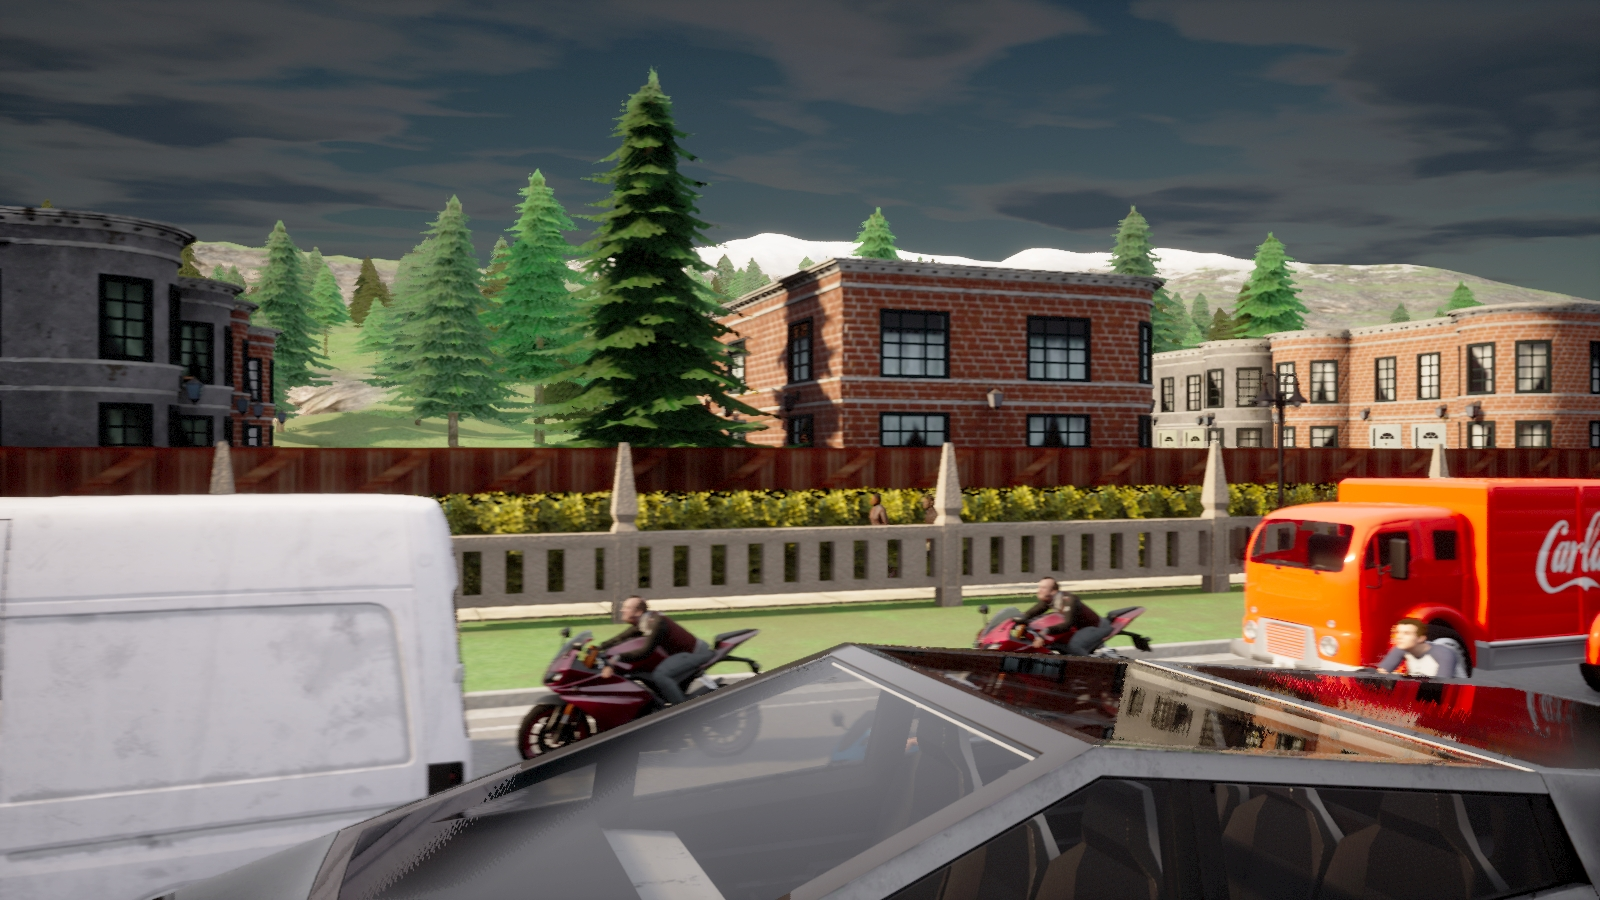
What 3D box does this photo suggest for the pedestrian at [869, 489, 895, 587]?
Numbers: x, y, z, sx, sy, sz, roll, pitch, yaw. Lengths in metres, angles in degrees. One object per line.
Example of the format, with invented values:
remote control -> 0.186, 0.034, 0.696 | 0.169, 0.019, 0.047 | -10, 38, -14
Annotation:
pedestrian -> 1.592, 1.699, 22.216 | 0.375, 1.860, 0.375 | 0, 0, -20

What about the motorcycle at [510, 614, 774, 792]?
motorcycle -> -1.417, 2.205, 10.233 | 2.209, 1.251, 0.867 | 0, 0, -20

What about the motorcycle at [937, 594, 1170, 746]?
motorcycle -> 2.598, 2.205, 11.717 | 2.209, 1.251, 0.867 | 0, 0, -20

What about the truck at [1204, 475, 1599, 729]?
truck -> 7.824, 1.569, 13.598 | 5.204, 2.467, 2.627 | 0, 0, -20

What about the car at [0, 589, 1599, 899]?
car -> 0.863, 1.754, 3.612 | 6.274, 2.098, 2.390 | 0, 0, -20

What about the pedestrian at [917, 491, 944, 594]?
pedestrian -> 2.405, 1.697, 21.048 | 0.375, 1.860, 0.375 | 0, 0, -19

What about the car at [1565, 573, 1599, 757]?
car -> 10.030, 1.982, 10.672 | 5.238, 1.638, 2.097 | 0, 0, -20

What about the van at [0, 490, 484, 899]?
van -> -4.619, 1.534, 5.338 | 5.915, 2.561, 1.988 | 0, 0, -20
